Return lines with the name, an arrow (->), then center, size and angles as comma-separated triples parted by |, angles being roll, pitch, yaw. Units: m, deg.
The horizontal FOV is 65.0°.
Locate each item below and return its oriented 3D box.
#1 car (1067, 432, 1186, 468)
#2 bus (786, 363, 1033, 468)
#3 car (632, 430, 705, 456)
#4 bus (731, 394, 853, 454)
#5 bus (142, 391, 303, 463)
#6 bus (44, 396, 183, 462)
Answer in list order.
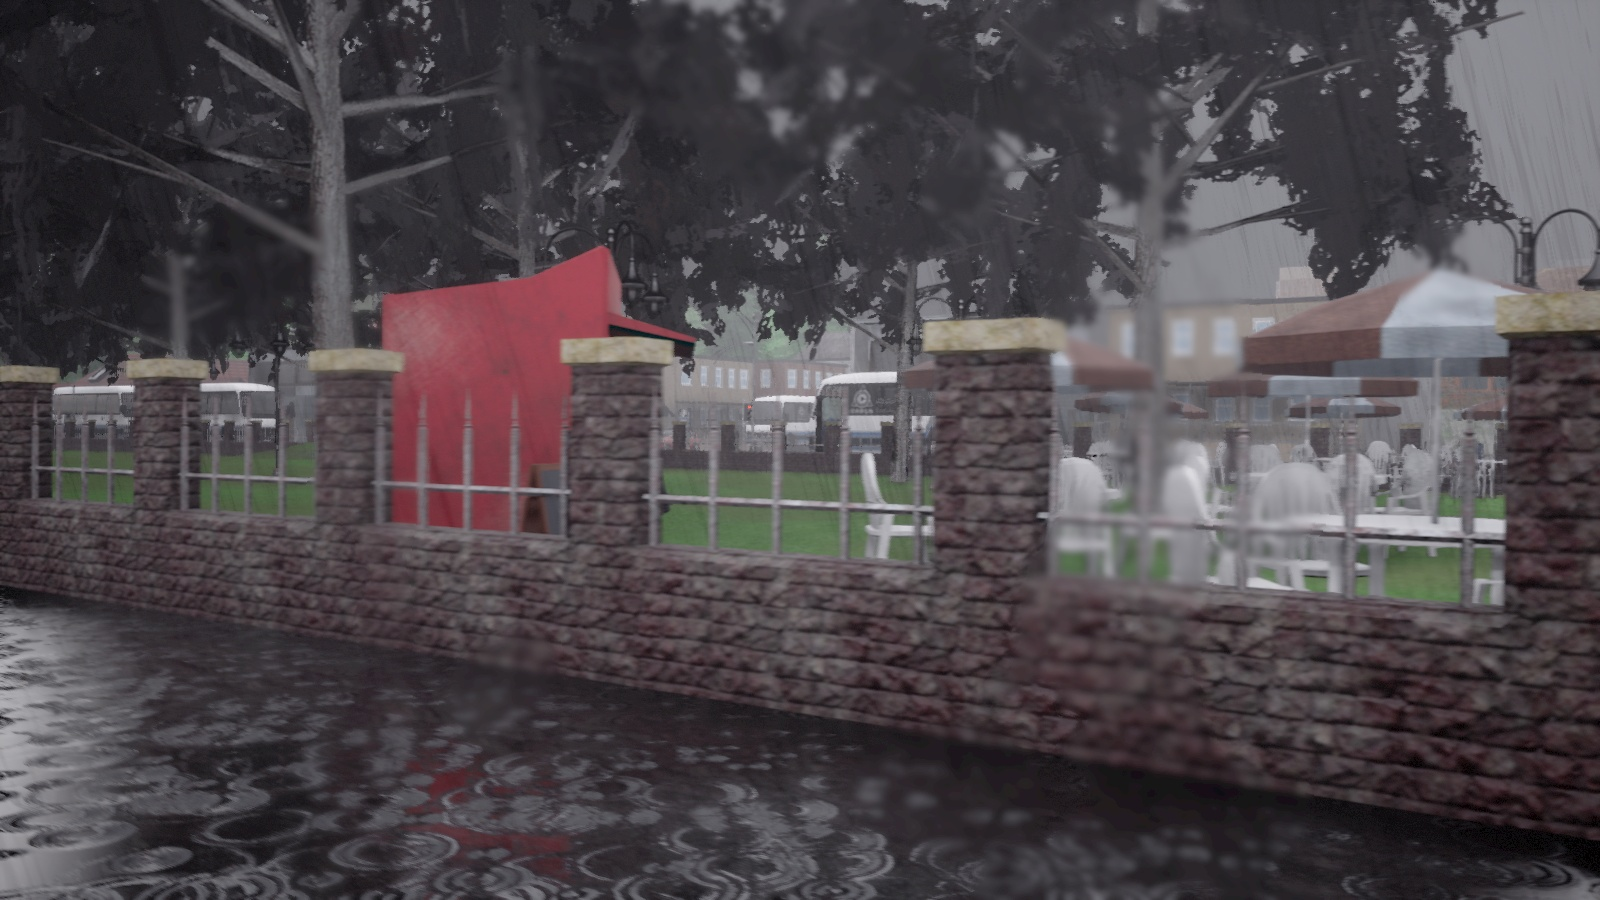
car -> 13.003, -0.002, 50.111 | 4.181, 1.385, 1.994 | 0, 1, 34
bus -> 4.734, -1.444, 55.689 | 10.273, 4.253, 3.944 | 0, 1, 35
car -> -8.555, -0.460, 81.967 | 2.242, 1.667, 4.611 | 0, 1, 34
bus -> -0.437, -1.916, 93.902 | 3.944, 4.253, 10.273 | 0, 1, 34
bus -> -36.079, -1.383, 78.302 | 10.273, 4.253, 3.944 | 0, 1, 31
bus -> -46.651, -1.382, 85.207 | 10.273, 4.253, 3.944 | 0, 1, 34
